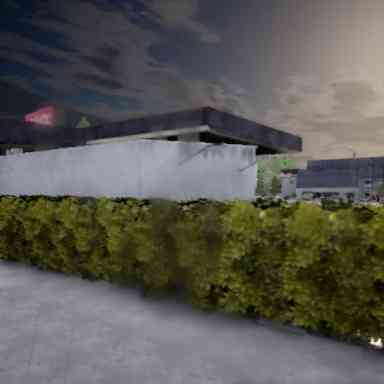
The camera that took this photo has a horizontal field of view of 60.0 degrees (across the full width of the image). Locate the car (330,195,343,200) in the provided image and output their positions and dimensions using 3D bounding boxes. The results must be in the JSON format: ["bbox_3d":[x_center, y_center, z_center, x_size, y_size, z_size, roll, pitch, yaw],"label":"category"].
[{"bbox_3d":[23.427,1.287,54.194,2.007,1.523,4.514,0,0,35],"label":"car"}]

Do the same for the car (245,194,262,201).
[{"bbox_3d":[13.675,1.242,74.098,2.007,1.523,4.514,0,0,35],"label":"car"}]

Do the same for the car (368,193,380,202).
[{"bbox_3d":[36.646,1.081,67.031,1.905,1.878,3.866,0,0,35],"label":"car"}]

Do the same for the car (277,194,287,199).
[{"bbox_3d":[20.716,1.188,77.776,1.970,1.475,3.806,0,0,35],"label":"car"}]

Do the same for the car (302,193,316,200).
[{"bbox_3d":[26.161,1.125,74.363,2.152,1.636,5.027,0,0,35],"label":"car"}]

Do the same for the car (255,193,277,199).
[{"bbox_3d":[13.627,1.056,61.916,1.932,1.855,4.605,0,0,35],"label":"car"}]
